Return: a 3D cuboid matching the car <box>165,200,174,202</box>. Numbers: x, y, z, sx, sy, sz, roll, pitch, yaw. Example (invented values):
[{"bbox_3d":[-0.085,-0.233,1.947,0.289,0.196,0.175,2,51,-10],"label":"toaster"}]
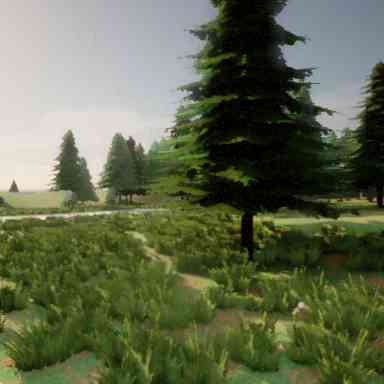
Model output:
[{"bbox_3d":[-3.821,1.777,49.399,1.994,1.385,4.181,0,0,35],"label":"car"}]
